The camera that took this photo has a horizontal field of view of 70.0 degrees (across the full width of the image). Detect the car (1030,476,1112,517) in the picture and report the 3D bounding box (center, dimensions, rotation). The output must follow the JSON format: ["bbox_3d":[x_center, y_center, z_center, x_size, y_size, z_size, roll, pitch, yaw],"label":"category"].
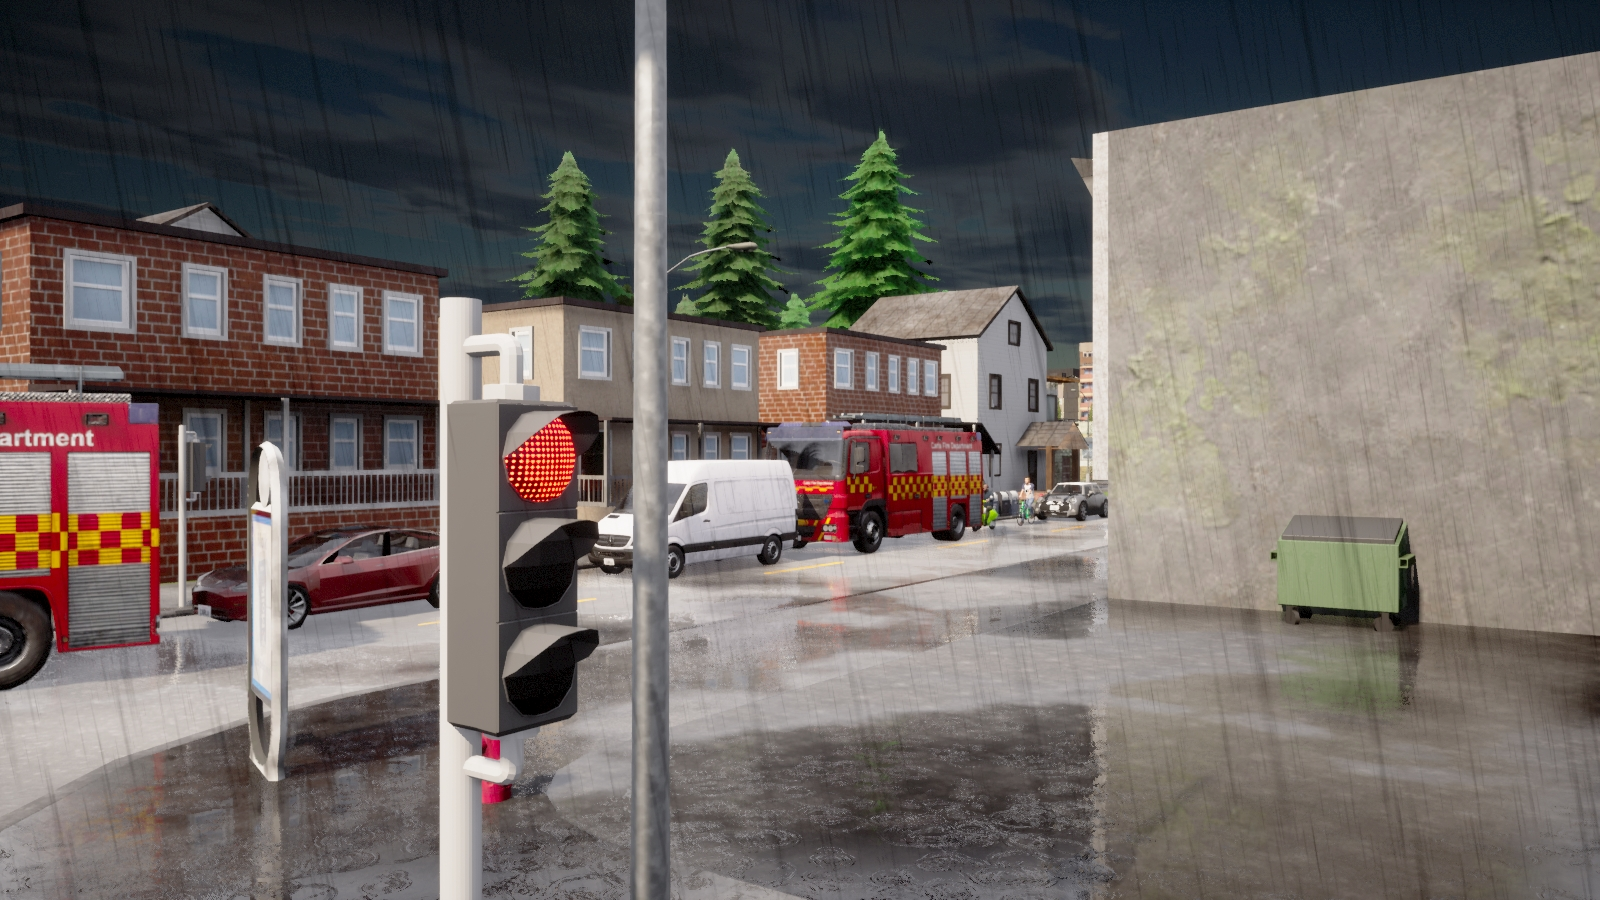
[{"bbox_3d":[11.003,1.837,46.179,1.970,1.475,3.806,0,0,35],"label":"car"}]

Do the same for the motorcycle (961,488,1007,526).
[{"bbox_3d":[6.398,1.954,39.613,0.856,1.236,1.805,0,0,35],"label":"motorcycle"}]

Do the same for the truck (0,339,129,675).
[{"bbox_3d":[-12.376,0.662,12.559,8.468,3.827,2.891,0,0,-34],"label":"truck"}]

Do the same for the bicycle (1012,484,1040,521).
[{"bbox_3d":[8.406,1.928,42.476,0.373,1.296,1.643,0,0,35],"label":"bicycle"}]

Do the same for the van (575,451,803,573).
[{"bbox_3d":[-2.442,1.307,26.996,1.988,2.561,5.915,0,0,35],"label":"van"}]

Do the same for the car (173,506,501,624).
[{"bbox_3d":[-7.706,1.835,19.492,2.163,1.488,4.792,0,0,35],"label":"car"}]

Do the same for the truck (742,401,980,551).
[{"bbox_3d":[2.054,0.663,33.403,2.891,3.827,8.468,0,0,35],"label":"truck"}]
